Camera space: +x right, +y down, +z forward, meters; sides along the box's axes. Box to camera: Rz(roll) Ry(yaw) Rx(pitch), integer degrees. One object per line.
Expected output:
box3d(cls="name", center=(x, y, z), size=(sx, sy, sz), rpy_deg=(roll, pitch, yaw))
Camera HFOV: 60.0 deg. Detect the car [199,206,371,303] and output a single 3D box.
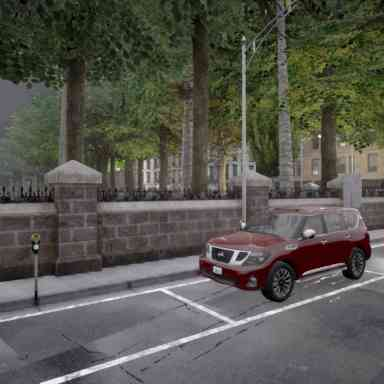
box3d(cls="car", center=(2.564, 1.314, 8.420), size=(5.009, 1.841, 2.192), rpy_deg=(0, 0, -36))
